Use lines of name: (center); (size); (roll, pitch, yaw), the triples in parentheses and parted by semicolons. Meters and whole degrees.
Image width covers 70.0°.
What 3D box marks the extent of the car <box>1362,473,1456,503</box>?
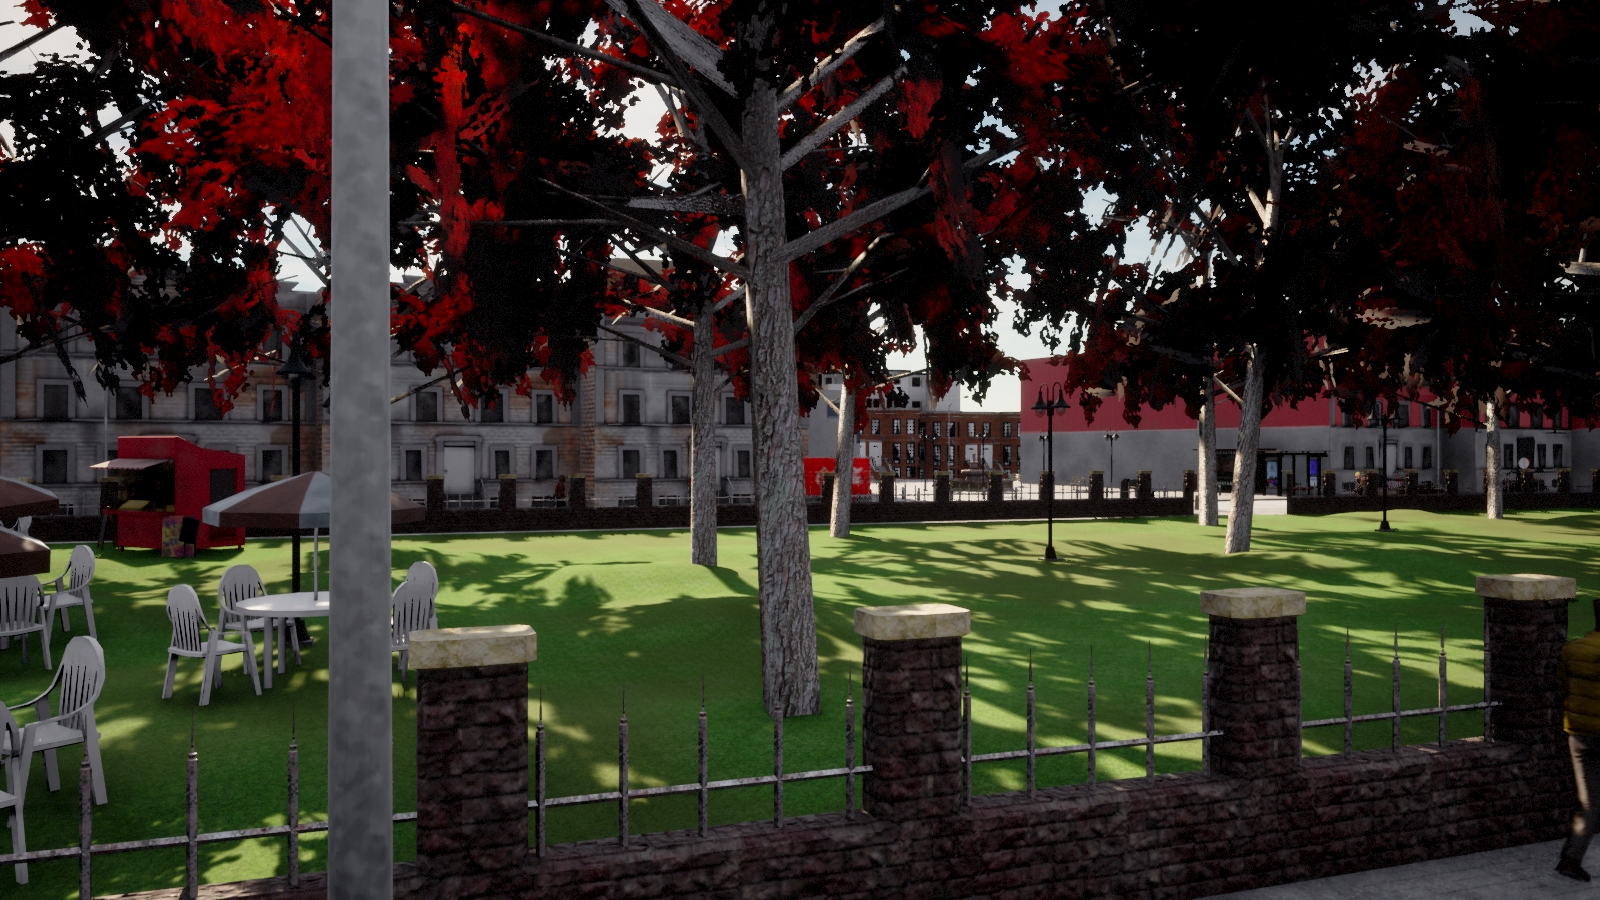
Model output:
car: (31.565, 1.936, 59.271); (4.181, 1.385, 1.994); (-1, 0, -20)

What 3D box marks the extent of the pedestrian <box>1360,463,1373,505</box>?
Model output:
pedestrian: (25.791, 1.542, 52.053); (0.375, 1.860, 0.375); (0, 0, -19)

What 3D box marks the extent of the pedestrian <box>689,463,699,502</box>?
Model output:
pedestrian: (-5.030, 1.530, 54.330); (0.375, 1.860, 0.375); (0, 0, 15)

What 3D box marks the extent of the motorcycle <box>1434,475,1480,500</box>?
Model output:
motorcycle: (34.782, 1.971, 60.446); (2.356, 1.277, 0.764); (0, 0, -20)

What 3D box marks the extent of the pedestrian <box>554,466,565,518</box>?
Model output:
pedestrian: (-8.718, 1.527, 41.464); (0.375, 1.860, 0.375); (0, 0, -16)

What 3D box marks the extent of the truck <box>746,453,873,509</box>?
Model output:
truck: (0.426, 1.355, 52.175); (5.204, 2.467, 2.627); (0, 0, -20)

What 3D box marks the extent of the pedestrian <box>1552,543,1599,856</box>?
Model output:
pedestrian: (4.985, 1.528, 7.098); (0.375, 1.860, 0.375); (0, 0, -20)
